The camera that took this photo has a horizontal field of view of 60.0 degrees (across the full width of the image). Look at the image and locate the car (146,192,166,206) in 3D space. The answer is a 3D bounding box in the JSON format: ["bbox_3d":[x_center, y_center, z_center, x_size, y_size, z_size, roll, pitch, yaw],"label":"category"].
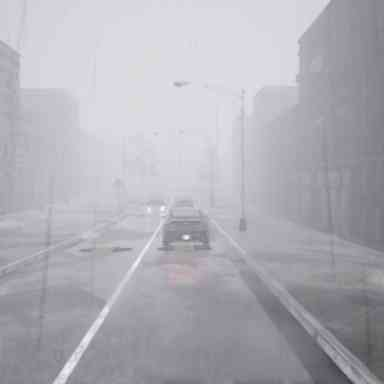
[{"bbox_3d":[-4.116,0.772,38.528,1.812,1.442,4.674,0,4,-1],"label":"car"}]

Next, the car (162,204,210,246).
[{"bbox_3d":[-0.276,1.459,14.677,1.837,1.490,4.892,0,-1,-2],"label":"car"}]

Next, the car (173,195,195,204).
[{"bbox_3d":[-0.747,1.078,32.180,1.837,1.490,4.892,0,3,-2],"label":"car"}]

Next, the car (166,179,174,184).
[{"bbox_3d":[-5.142,-2.369,79.079,1.837,1.490,4.892,0,4,-2],"label":"car"}]
